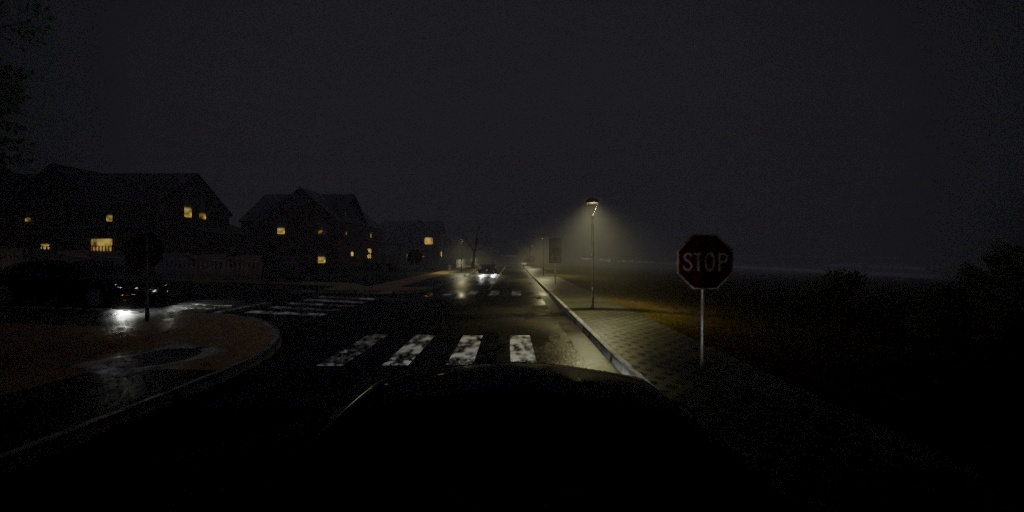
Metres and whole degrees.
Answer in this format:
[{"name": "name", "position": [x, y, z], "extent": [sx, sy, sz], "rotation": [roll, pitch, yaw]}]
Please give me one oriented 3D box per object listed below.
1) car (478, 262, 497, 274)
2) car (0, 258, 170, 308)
[{"name": "car", "position": [-2.668, 1.314, 39.828], "extent": [1.994, 1.385, 4.181], "rotation": [0, 0, 0]}, {"name": "car", "position": [-14.514, 0.859, 12.150], "extent": [4.892, 1.490, 1.837], "rotation": [2, 0, 1]}]
